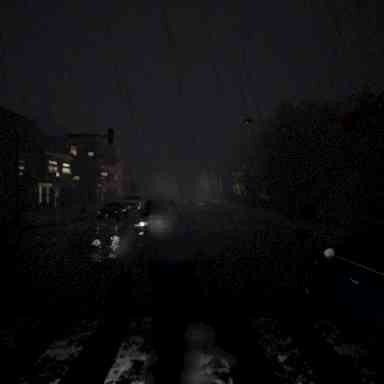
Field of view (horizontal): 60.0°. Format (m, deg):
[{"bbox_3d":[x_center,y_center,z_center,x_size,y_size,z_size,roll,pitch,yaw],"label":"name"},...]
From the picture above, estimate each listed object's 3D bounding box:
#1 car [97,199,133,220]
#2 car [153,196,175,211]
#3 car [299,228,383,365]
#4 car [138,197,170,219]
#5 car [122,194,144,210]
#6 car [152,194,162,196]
[{"bbox_3d":[-6.638,1.562,28.310,1.812,1.442,4.674,0,0,1],"label":"car"},{"bbox_3d":[-3.399,1.557,39.640,1.837,1.490,4.892,0,0,0],"label":"car"},{"bbox_3d":[3.351,1.358,5.387,2.097,1.767,4.553,0,0,0],"label":"car"},{"bbox_3d":[-3.375,1.517,30.133,1.882,1.535,5.008,0,0,0],"label":"car"},{"bbox_3d":[-6.652,1.271,38.047,2.150,2.045,5.566,0,0,-1],"label":"car"},{"bbox_3d":[-6.626,1.306,62.482,2.150,2.045,5.566,0,0,0],"label":"car"}]
